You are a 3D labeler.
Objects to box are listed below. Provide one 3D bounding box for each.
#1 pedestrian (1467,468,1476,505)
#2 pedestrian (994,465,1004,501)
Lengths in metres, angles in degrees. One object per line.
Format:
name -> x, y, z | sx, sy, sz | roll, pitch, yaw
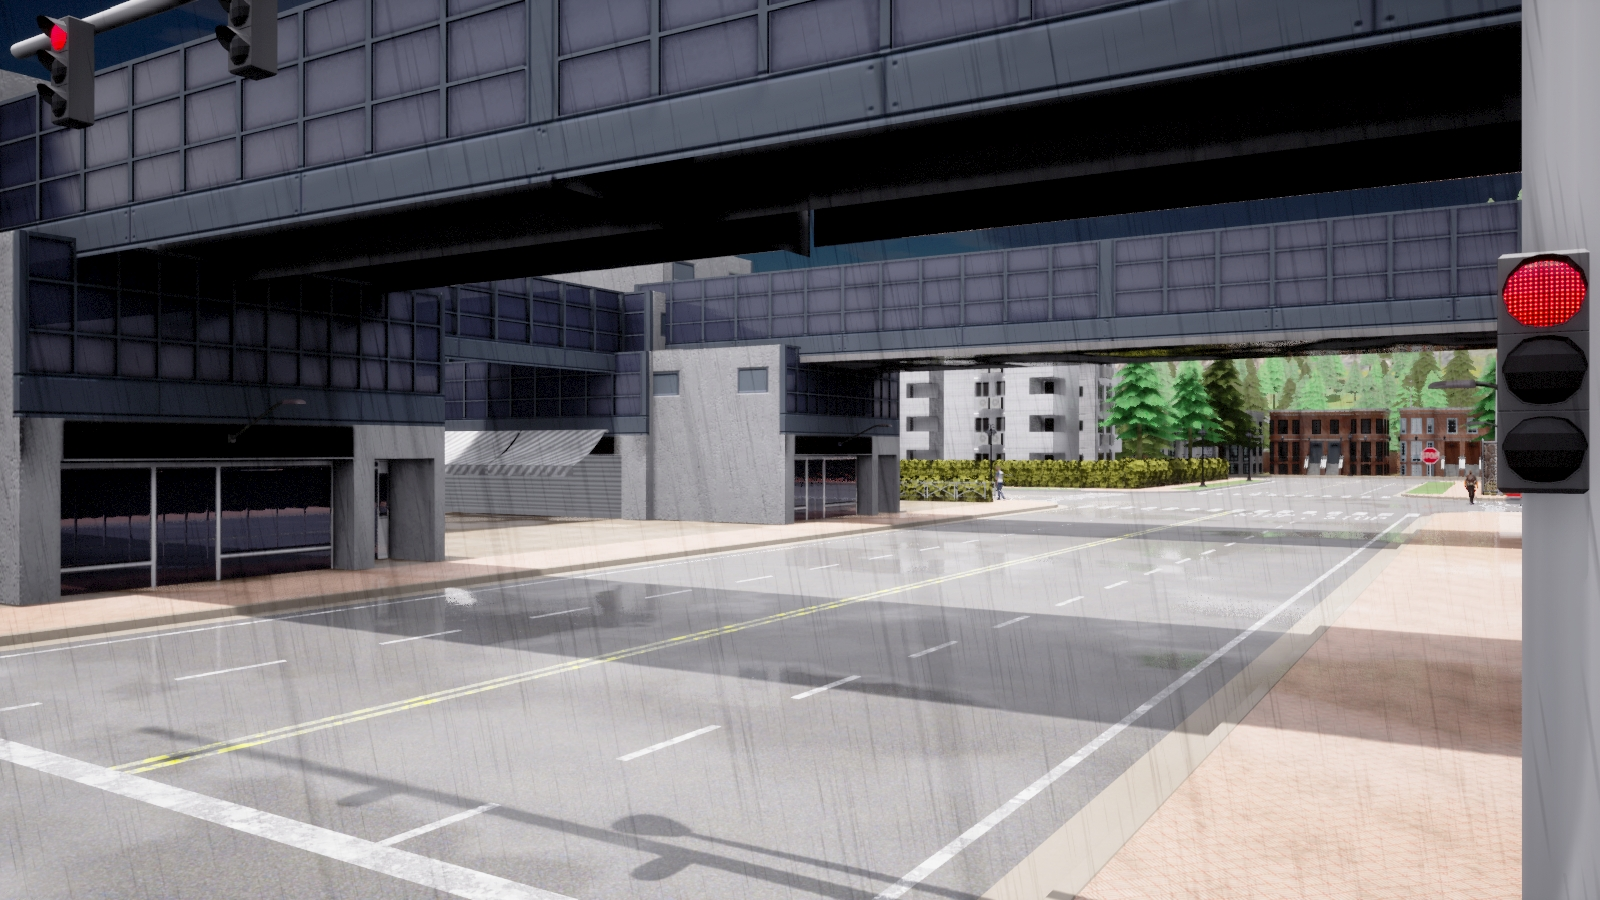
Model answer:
pedestrian -> 33.934, 1.849, 57.749 | 0.375, 1.860, 0.375 | 0, 0, 31
pedestrian -> 10.370, 1.696, 59.454 | 0.375, 1.860, 0.375 | 0, 0, 34
